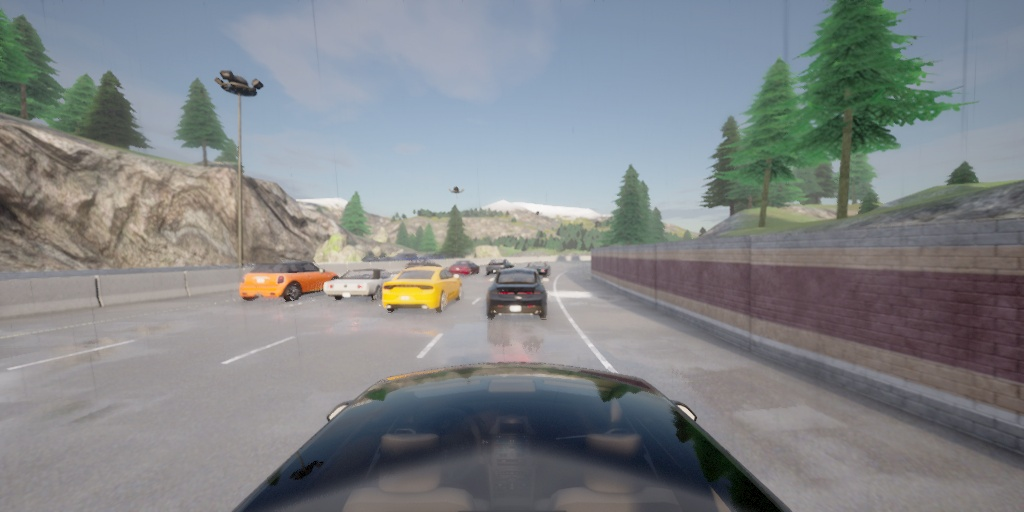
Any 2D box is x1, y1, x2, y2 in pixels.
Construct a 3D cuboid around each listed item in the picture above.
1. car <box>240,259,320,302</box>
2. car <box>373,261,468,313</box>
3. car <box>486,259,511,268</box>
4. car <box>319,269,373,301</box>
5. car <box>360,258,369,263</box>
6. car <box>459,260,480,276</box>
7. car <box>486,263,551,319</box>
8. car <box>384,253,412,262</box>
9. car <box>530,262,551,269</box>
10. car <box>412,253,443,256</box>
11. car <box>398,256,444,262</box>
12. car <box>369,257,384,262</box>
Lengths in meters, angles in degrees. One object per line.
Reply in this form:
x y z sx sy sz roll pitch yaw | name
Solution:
-10.000 1.010 16.625 2.097 1.767 4.553 0 1 4 | car
-3.196 1.145 13.692 1.882 1.535 5.008 0 1 3 | car
-0.966 1.022 31.897 2.128 1.511 4.902 0 0 11 | car
-6.507 1.252 16.662 1.895 1.301 4.718 0 0 4 | car
-22.931 0.934 58.758 1.994 1.385 4.181 0 1 18 | car
-4.305 1.092 32.990 1.994 1.385 4.181 0 0 11 | car
0.233 1.178 12.400 1.837 1.490 4.892 0 1 3 | car
-16.733 0.607 55.351 2.150 2.045 5.566 0 0 18 | car
2.219 1.140 29.968 1.895 1.301 4.718 0 0 10 | car
-12.716 0.595 56.256 2.150 2.045 5.566 0 0 20 | car
-7.962 1.029 32.532 2.128 1.511 4.902 0 0 11 | car
-19.853 0.883 56.994 1.837 1.490 4.892 0 0 18 | car
